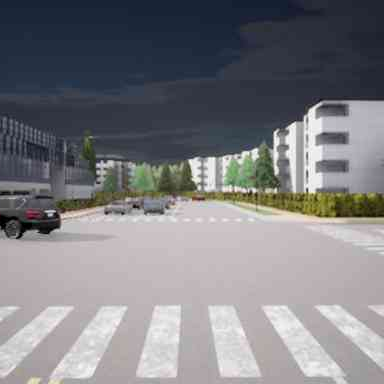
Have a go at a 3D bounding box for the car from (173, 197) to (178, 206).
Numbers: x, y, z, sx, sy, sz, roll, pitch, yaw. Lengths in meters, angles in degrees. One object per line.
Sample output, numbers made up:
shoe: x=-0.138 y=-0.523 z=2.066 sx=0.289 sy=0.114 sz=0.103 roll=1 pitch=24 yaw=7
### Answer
car: x=-3.829 y=1.279 z=54.065 sx=2.097 sy=1.767 sz=4.553 roll=0 pitch=0 yaw=0

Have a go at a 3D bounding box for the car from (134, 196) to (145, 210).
car: x=-7.279 y=1.490 z=42.603 sx=2.033 sy=1.411 sz=5.357 roll=0 pitch=0 yaw=0

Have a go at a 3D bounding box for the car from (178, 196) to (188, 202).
car: x=-2.287 y=1.496 z=73.886 sx=1.895 sy=1.301 sz=4.718 roll=0 pitch=0 yaw=-17

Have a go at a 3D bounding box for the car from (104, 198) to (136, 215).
car: x=-7.249 y=1.557 z=32.952 sx=1.895 sy=1.301 sz=4.718 roll=0 pitch=0 yaw=1

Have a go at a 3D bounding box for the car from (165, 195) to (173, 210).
car: x=-3.775 y=1.447 z=42.360 sx=1.837 sy=1.490 sz=4.892 roll=0 pitch=0 yaw=0

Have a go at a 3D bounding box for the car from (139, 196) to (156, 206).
car: x=-7.356 y=1.417 z=54.977 sx=2.128 sy=1.511 sz=4.902 roll=0 pitch=0 yaw=0

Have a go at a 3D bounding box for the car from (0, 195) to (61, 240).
car: x=-9.354 y=1.198 z=16.890 sx=5.566 sy=2.045 sz=2.150 roll=0 pitch=-1 yaw=20

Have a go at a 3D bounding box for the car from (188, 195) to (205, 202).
car: x=1.368 y=1.379 z=73.823 sx=1.882 sy=1.535 sz=5.008 roll=0 pitch=0 yaw=-17

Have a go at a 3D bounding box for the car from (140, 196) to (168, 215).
car: x=-3.663 y=1.460 z=32.956 sx=1.837 sy=1.490 sz=4.892 roll=0 pitch=0 yaw=-2
